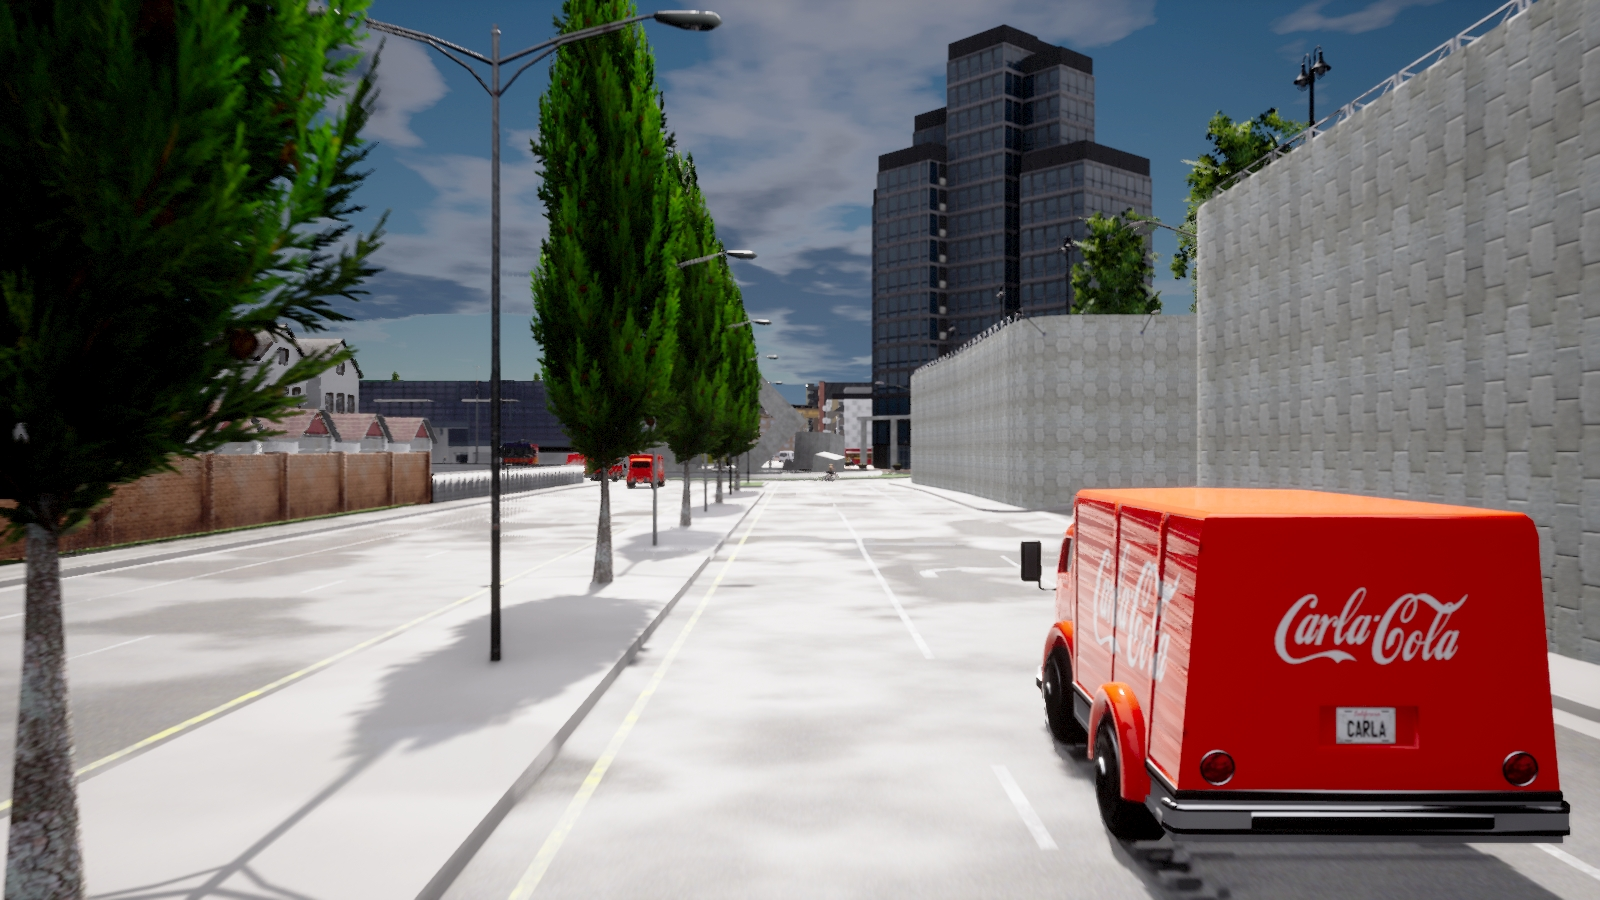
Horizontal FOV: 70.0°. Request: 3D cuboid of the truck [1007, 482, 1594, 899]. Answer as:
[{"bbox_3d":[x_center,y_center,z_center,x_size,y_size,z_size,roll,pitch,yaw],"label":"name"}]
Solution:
[{"bbox_3d":[3.477,1.568,9.463,2.627,2.467,5.204,0,0,1],"label":"truck"}]
